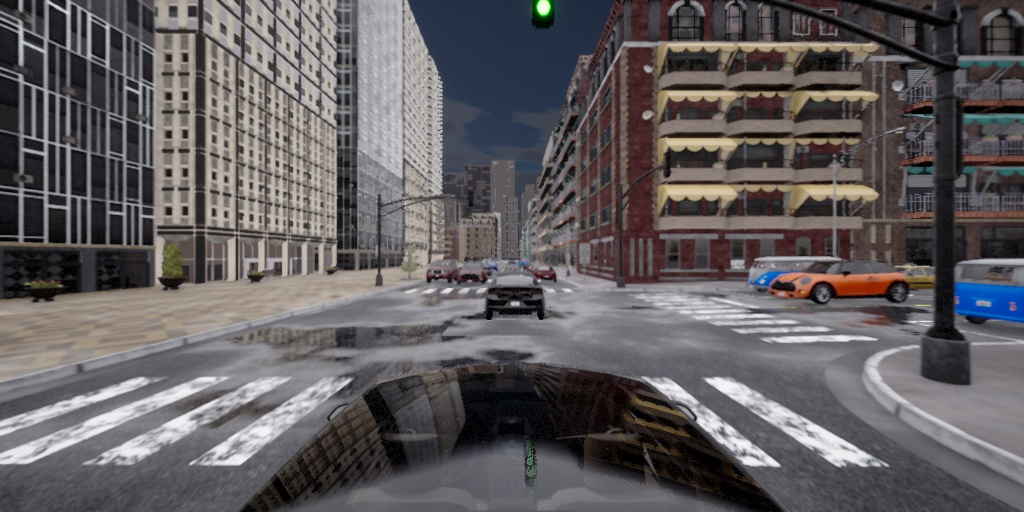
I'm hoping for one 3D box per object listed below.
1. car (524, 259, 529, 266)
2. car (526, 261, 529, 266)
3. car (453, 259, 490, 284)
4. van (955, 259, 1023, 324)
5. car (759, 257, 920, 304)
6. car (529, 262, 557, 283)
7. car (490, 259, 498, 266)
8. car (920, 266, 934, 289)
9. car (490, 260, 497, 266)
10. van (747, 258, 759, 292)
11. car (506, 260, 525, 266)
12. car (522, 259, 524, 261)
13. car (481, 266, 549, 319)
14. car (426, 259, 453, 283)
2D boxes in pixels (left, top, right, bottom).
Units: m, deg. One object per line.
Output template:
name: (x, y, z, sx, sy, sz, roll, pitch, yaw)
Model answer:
car: (2.687, 1.386, 40.921, 1.967, 1.591, 4.097, 0, 0, 0)
car: (2.687, 1.462, 35.393, 1.888, 1.381, 4.507, 0, 0, 0)
car: (-3.071, 1.232, 28.198, 2.097, 1.767, 4.553, 0, 0, -1)
van: (13.741, 0.936, 9.060, 3.998, 1.789, 1.690, 0, 0, 0)
car: (13.308, 0.953, 14.819, 4.553, 1.767, 2.097, -1, 0, -1)
car: (2.687, 1.434, 29.866, 1.888, 1.381, 4.507, 0, 0, 0)
car: (-3.064, 1.490, 53.019, 1.882, 1.535, 5.008, 0, -1, 0)
car: (19.150, 1.043, 17.474, 4.829, 1.417, 1.751, 0, 0, 0)
car: (-3.078, 1.485, 39.308, 2.033, 1.411, 5.357, 0, 0, 0)
van: (13.719, 0.935, 17.441, 3.998, 1.789, 1.690, 0, 0, 0)
car: (0.098, 1.494, 40.963, 2.033, 1.411, 5.357, 0, 0, 0)
car: (2.687, 1.604, 57.503, 1.948, 1.339, 4.313, 0, 0, 0)
car: (0.099, 1.282, 13.165, 1.882, 1.535, 5.008, 0, 0, 0)
car: (-5.693, 1.204, 29.867, 2.192, 1.841, 5.009, 0, 0, 0)
